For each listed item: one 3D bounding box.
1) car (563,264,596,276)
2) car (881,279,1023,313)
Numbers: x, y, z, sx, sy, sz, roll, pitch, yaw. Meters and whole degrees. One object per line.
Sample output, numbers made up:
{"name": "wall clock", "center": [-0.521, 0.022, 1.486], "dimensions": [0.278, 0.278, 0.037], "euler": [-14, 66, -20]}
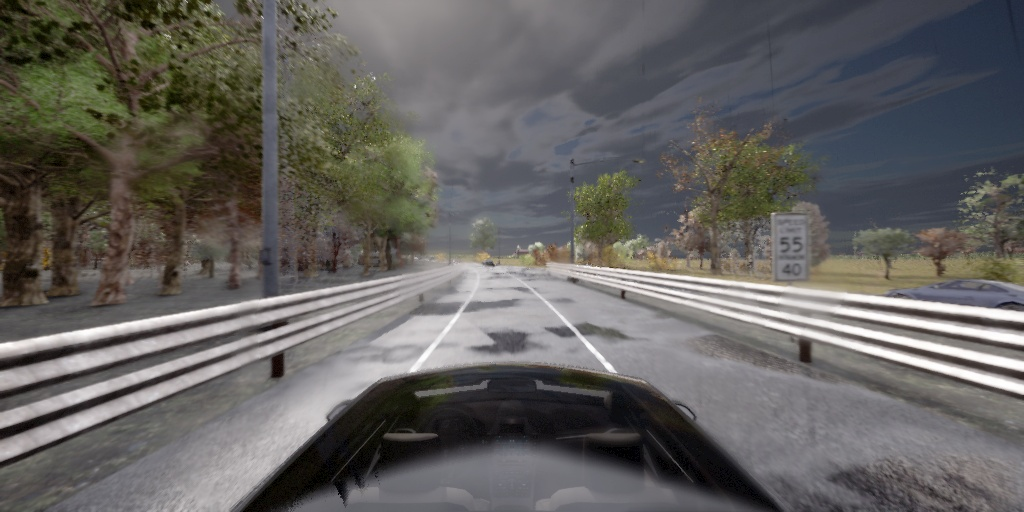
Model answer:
{"name": "car", "center": [7.583, 1.544, 39.832], "dimensions": [2.033, 1.411, 5.357], "euler": [0, 0, -19]}
{"name": "car", "center": [16.573, 1.515, 13.167], "dimensions": [1.994, 1.385, 4.181], "euler": [0, 0, -19]}
